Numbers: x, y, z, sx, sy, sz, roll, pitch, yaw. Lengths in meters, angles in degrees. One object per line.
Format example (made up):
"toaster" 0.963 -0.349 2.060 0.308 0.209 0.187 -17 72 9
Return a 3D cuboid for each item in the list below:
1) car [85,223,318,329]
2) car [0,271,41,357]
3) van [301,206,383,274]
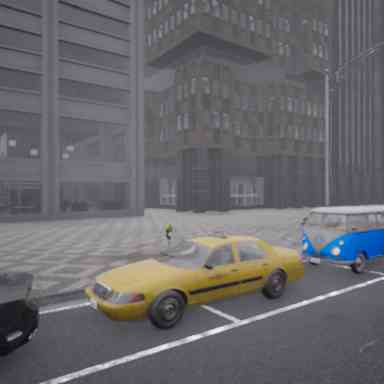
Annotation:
"car" 0.341 1.521 6.895 4.829 1.417 1.752 0 0 -36
"car" -4.112 1.552 3.718 4.403 1.369 2.008 0 0 -36
"van" 5.071 1.331 10.270 3.998 1.788 1.690 0 0 -36
